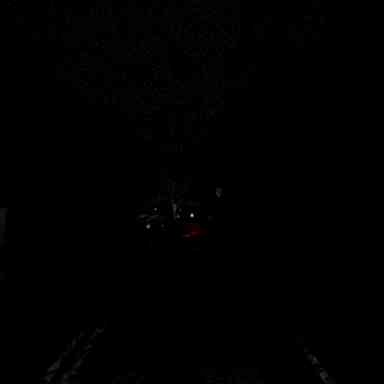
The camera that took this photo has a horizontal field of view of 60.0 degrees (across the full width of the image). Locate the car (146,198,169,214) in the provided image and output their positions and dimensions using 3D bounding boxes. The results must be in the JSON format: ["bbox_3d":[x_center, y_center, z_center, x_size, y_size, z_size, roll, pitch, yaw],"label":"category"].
[{"bbox_3d":[-3.414,1.407,33.530,1.837,1.490,4.892,0,-1,0],"label":"car"}]

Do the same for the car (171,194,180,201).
[{"bbox_3d":[-3.683,1.111,74.980,2.128,1.511,4.902,0,0,-1],"label":"car"}]

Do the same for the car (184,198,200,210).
[{"bbox_3d":[-0.018,1.465,42.410,1.994,1.385,4.181,0,0,0],"label":"car"}]

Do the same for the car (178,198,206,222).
[{"bbox_3d":[0.044,1.466,26.359,1.837,1.490,4.892,0,-1,1],"label":"car"}]
